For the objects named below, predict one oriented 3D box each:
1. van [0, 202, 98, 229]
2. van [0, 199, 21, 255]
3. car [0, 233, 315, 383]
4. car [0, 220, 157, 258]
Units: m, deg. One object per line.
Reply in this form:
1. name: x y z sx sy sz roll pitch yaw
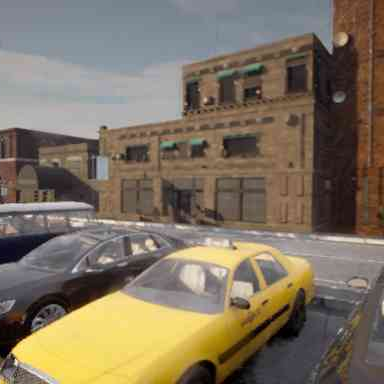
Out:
1. van: -4.134 1.271 8.234 1.878 1.987 4.442 0 0 35
2. van: -8.566 1.281 11.391 1.878 1.987 4.442 0 0 35
3. car: 0.225 1.482 4.757 1.946 1.575 5.366 0 0 35
4. car: -1.931 1.492 6.528 2.231 1.521 4.892 0 0 35
